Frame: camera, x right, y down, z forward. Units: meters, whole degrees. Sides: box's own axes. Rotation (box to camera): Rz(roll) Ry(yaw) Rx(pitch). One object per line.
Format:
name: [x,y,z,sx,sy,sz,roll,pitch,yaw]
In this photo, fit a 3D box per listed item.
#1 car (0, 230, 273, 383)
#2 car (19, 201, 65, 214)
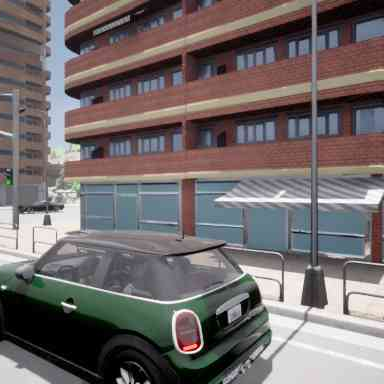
car: [-1.261,1.352,4.892,4.553,1.767,2.097,0,0,36]
car: [-16.269,1.601,35.696,1.895,1.301,4.718,0,0,36]
